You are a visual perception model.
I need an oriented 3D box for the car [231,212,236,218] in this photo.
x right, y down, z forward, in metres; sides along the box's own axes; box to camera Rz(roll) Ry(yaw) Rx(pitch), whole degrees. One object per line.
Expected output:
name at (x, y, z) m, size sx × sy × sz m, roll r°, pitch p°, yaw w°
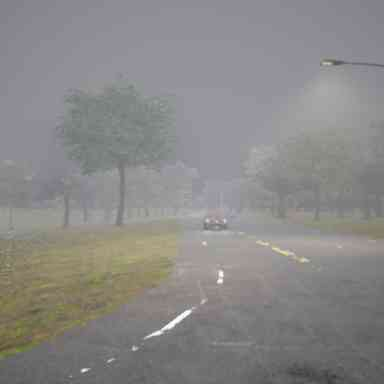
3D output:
car at (8.293, 4.908, 71.409) m, size 2.033 × 1.411 × 5.357 m, roll 0°, pitch -3°, yaw -1°

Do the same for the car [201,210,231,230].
car at (2.192, 2.742, 32.375) m, size 2.097 × 1.767 × 4.553 m, roll 0°, pitch -3°, yaw -1°
